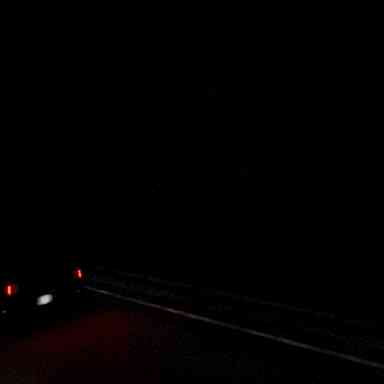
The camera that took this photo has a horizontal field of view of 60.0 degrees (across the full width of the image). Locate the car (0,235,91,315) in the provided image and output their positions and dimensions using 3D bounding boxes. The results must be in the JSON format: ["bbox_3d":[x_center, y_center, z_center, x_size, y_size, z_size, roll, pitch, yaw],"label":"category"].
[{"bbox_3d":[-4.381,1.587,7.117,4.718,1.301,1.895,0,0,35],"label":"car"}]
